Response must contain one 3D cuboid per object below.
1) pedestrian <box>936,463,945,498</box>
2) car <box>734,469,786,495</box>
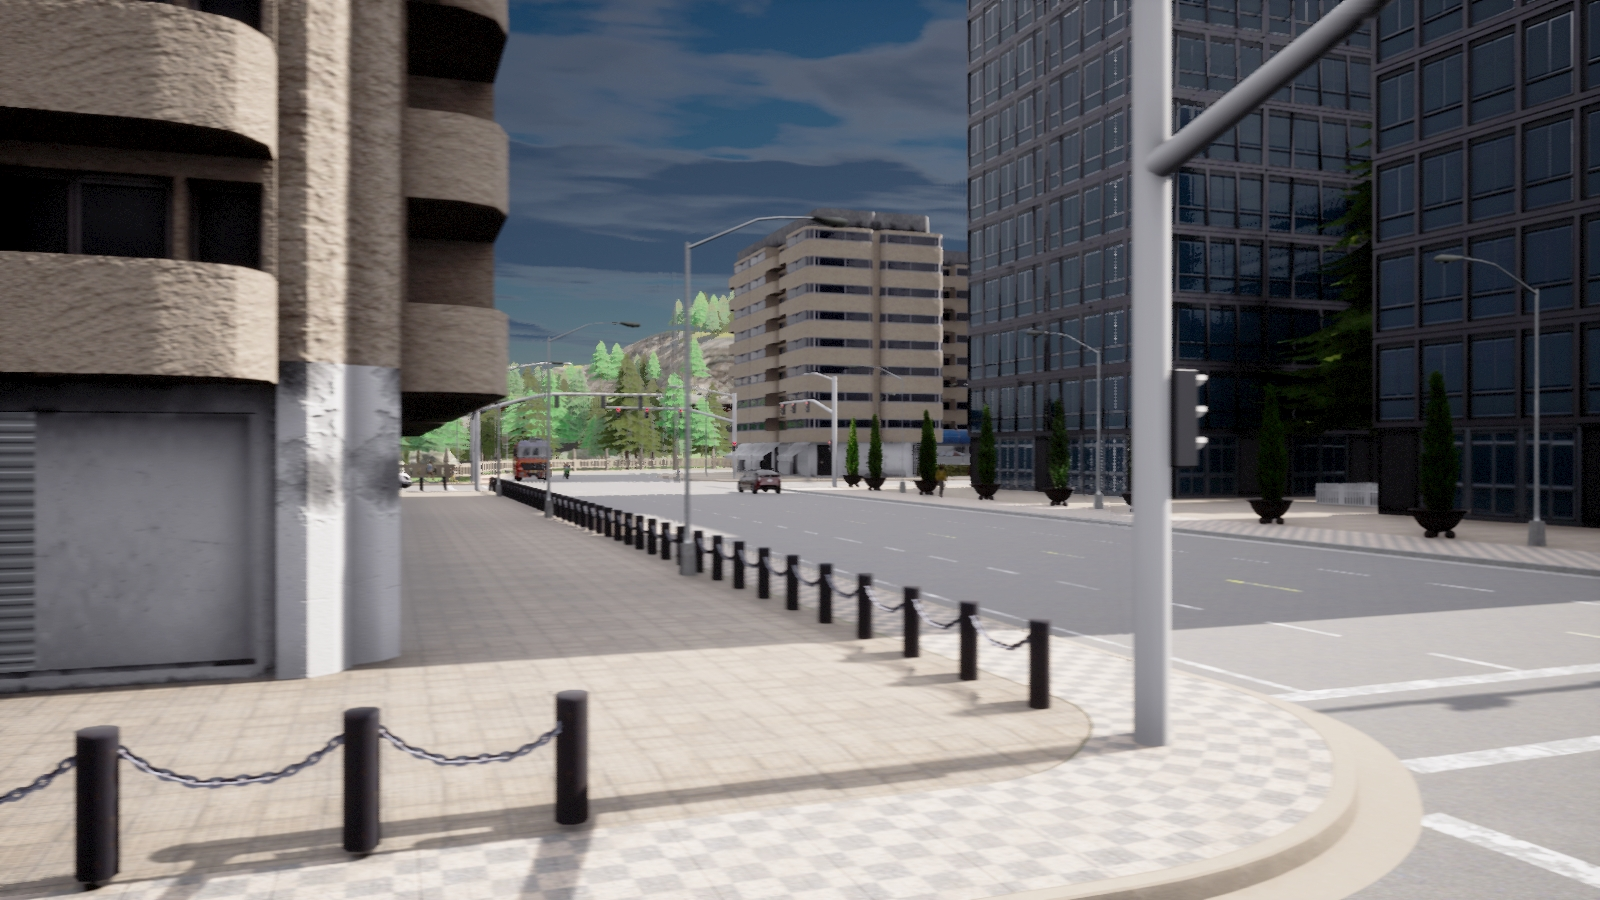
[{"bbox_3d":[7.495,1.636,60.858,0.375,1.860,0.375,0,0,-20],"label":"pedestrian"},{"bbox_3d":[-2.575,1.979,72.488,2.007,1.525,4.514,0,0,-20],"label":"car"}]
